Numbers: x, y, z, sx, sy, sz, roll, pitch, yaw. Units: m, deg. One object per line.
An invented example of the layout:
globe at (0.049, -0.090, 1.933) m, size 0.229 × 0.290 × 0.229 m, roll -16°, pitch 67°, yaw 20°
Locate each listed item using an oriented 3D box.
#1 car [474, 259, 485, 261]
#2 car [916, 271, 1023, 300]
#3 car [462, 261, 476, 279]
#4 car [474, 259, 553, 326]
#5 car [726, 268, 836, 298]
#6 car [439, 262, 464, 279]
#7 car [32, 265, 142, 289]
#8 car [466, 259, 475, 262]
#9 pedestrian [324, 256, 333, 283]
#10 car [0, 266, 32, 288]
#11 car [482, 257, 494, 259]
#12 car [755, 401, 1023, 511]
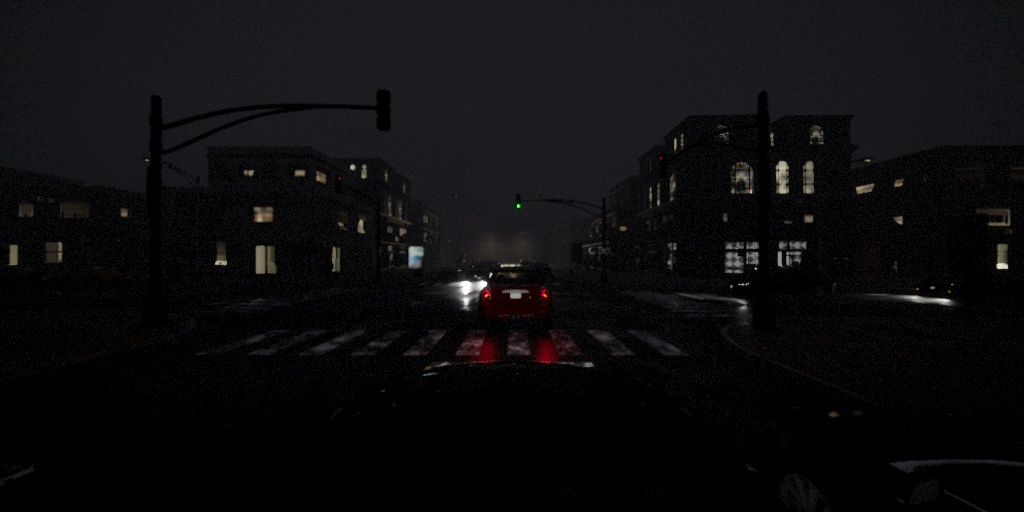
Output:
car at (-3.065, 1.359, 42.297) m, size 1.994 × 1.385 × 4.181 m, roll 0°, pitch 0°, yaw 0°
car at (23.634, 1.460, 18.403) m, size 4.181 × 1.385 × 1.994 m, roll 0°, pitch 0°, yaw 2°
car at (-3.069, 1.384, 32.230) m, size 1.895 × 1.301 × 4.718 m, roll 0°, pitch 0°, yaw -1°
car at (0.102, 1.112, 11.884) m, size 2.097 × 1.767 × 4.553 m, roll 0°, pitch 0°, yaw 0°
car at (13.788, 1.353, 18.555) m, size 4.892 × 1.490 × 1.837 m, roll 0°, pitch 0°, yaw 1°
car at (-5.686, 1.367, 33.374) m, size 1.802 × 1.307 × 4.207 m, roll 0°, pitch 0°, yaw 0°
car at (-25.452, 1.216, 21.758) m, size 4.829 × 1.417 × 1.751 m, roll 0°, pitch 0°, yaw 1°
car at (-5.685, 1.348, 44.417) m, size 2.007 × 1.370 × 4.403 m, roll 0°, pitch 0°, yaw 0°
pedestrian at (-12.549, 0.905, 24.509) m, size 0.375 × 1.860 × 0.375 m, roll 0°, pitch -1°, yaw 1°
car at (-30.818, 1.249, 21.841) m, size 4.207 × 1.307 × 1.802 m, roll 0°, pitch 0°, yaw 1°
car at (-2.994, 1.285, 52.664) m, size 1.882 × 1.535 × 5.008 m, roll 0°, pitch 0°, yaw 0°
car at (2.691, 1.300, 0.969) m, size 2.007 × 1.370 × 4.403 m, roll 0°, pitch 0°, yaw 0°
